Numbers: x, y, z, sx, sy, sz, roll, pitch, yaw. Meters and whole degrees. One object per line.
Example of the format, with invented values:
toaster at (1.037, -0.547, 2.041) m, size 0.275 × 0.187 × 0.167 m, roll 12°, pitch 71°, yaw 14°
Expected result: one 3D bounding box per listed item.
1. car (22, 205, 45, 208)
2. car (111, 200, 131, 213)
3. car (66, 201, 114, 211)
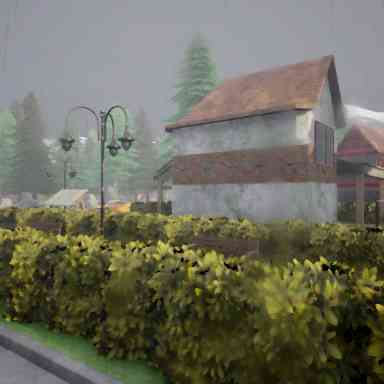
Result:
car at (-14.073, 1.763, 28.636) m, size 1.895 × 1.301 × 4.718 m, roll 0°, pitch 0°, yaw 36°
car at (-8.571, 1.640, 36.240) m, size 1.882 × 1.535 × 5.008 m, roll 0°, pitch 0°, yaw 36°
car at (-9.440, 1.763, 28.732) m, size 1.895 × 1.301 × 4.718 m, roll 0°, pitch 0°, yaw 35°
